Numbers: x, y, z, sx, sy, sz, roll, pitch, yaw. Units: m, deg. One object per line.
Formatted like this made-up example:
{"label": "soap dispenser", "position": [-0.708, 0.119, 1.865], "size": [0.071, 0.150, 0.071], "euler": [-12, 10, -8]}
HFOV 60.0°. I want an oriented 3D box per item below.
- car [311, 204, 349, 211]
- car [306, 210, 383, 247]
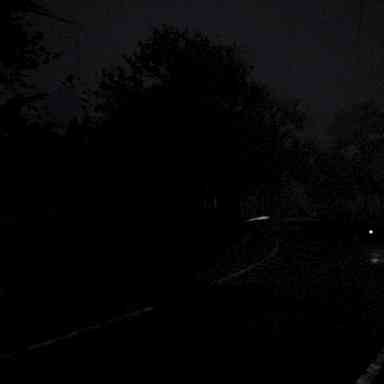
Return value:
{"label": "car", "position": [14.658, 2.014, 35.358], "size": [4.902, 1.511, 2.128], "euler": [1, -1, -31]}
{"label": "car", "position": [7.771, 1.812, 16.432], "size": [1.895, 1.301, 4.718], "euler": [1, -1, -15]}
